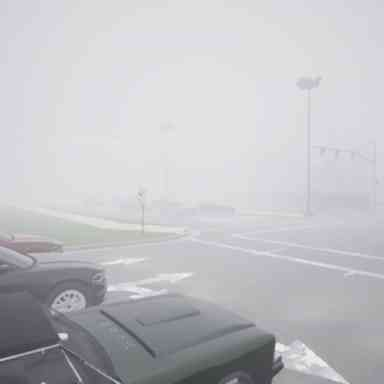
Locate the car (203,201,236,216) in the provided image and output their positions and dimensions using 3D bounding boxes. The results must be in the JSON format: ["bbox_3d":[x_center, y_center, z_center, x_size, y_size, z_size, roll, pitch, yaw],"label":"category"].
[{"bbox_3d":[2.158,1.588,32.937,1.895,1.301,4.718,0,0,-36],"label":"car"}]

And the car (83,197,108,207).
[{"bbox_3d":[-15.007,1.467,50.538,1.882,1.535,5.008,0,0,-36],"label":"car"}]

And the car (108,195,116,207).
[{"bbox_3d":[-11.848,1.341,52.159,2.097,1.767,4.553,0,0,-34],"label":"car"}]

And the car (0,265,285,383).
[{"bbox_3d":[-1.410,1.601,2.754,4.718,1.301,1.895,0,0,-35],"label":"car"}]

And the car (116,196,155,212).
[{"bbox_3d":[-6.718,1.342,39.144,2.097,1.767,4.553,0,0,-36],"label":"car"}]

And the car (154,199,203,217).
[{"bbox_3d":[-1.385,1.590,31.851,1.895,1.301,4.718,0,0,-36],"label":"car"}]

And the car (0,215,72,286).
[{"bbox_3d":[-5.811,1.478,8.221,5.008,1.535,1.882,0,0,-35],"label":"car"}]

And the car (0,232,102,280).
[{"bbox_3d":[-3.870,1.478,5.303,5.008,1.535,1.882,0,0,-35],"label":"car"}]
